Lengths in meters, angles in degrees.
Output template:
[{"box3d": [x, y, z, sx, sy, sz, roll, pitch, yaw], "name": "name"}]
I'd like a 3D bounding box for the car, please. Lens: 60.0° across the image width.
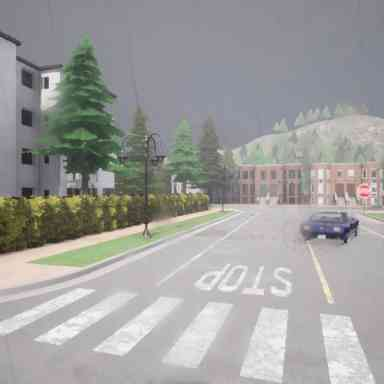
[{"box3d": [6.675, 1.586, 15.841, 1.895, 1.301, 4.718, 0, 0, 33], "name": "car"}]
